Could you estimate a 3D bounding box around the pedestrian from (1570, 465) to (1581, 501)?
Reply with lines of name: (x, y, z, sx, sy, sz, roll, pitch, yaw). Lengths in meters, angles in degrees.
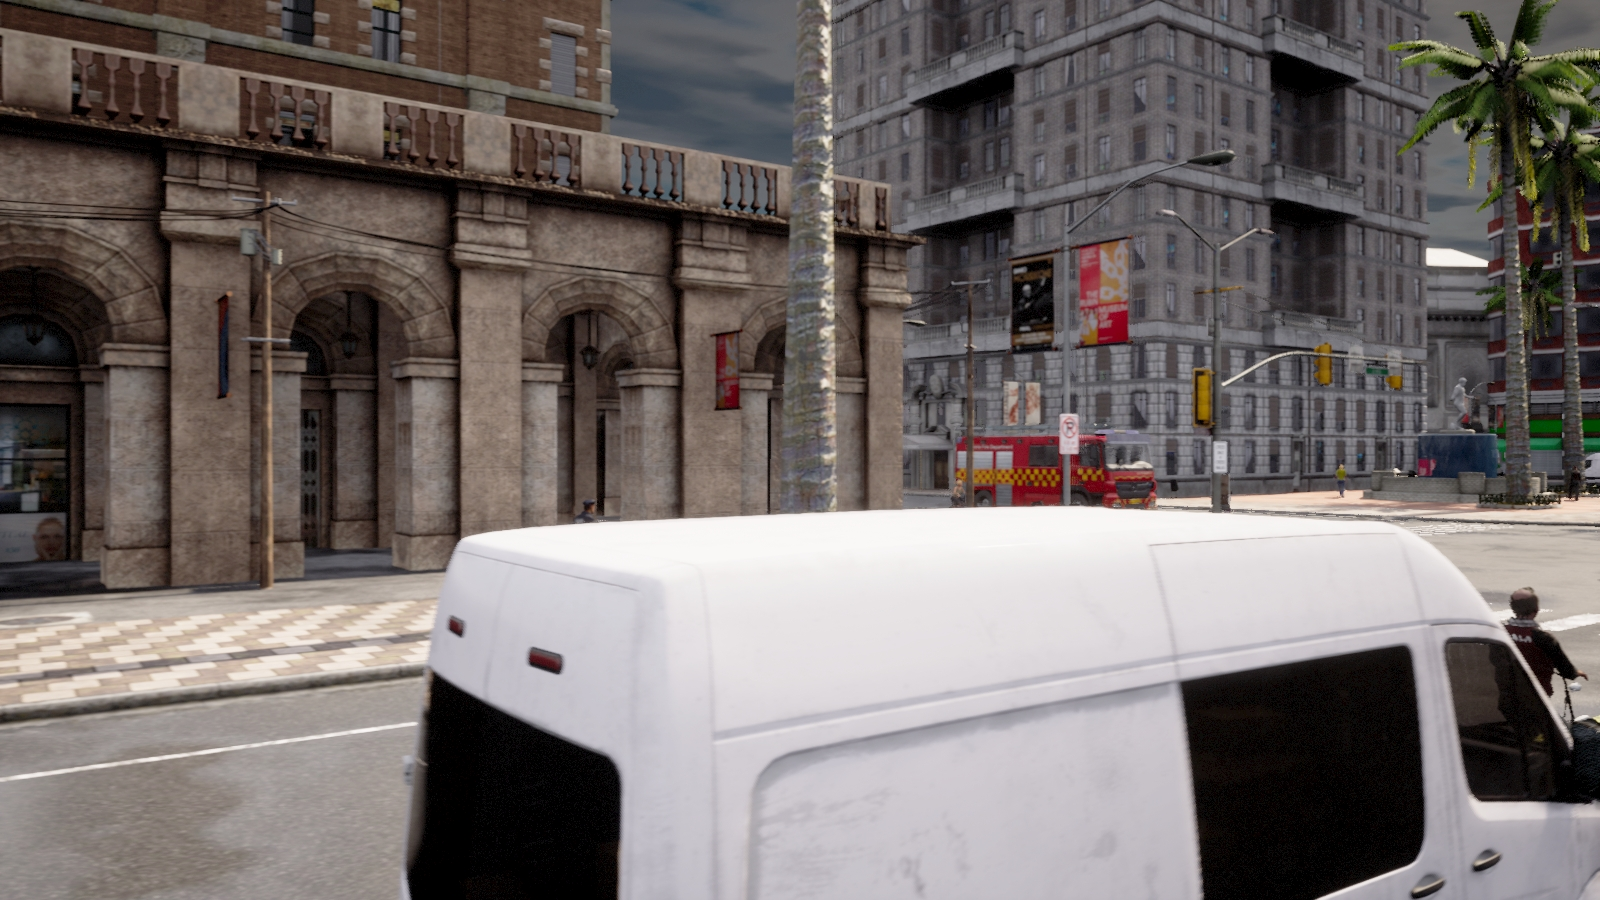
pedestrian: (40.214, 1.697, 59.251, 0.375, 1.860, 0.375, 0, 0, 11)

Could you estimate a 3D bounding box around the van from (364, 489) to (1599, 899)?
van: (1.488, 1.535, 4.828, 5.915, 2.561, 1.988, 0, 0, -35)

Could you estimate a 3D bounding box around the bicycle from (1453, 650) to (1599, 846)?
bicycle: (5.663, 2.210, 8.662, 1.835, 1.171, 0.329, 0, 0, -29)

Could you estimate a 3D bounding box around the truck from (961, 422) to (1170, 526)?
truck: (10.482, 0.890, 46.173, 2.891, 3.827, 8.468, 0, 0, -35)

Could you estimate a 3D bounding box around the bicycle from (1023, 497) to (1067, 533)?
bicycle: (8.376, 2.209, 39.028, 1.835, 1.171, 0.329, 0, 0, -35)

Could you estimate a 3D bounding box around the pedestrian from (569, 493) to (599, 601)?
pedestrian: (-3.801, 1.696, 20.114, 0.375, 1.860, 0.375, 0, 0, -44)

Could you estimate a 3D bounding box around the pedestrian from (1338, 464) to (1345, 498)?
pedestrian: (29.938, 1.695, 63.158, 0.375, 1.860, 0.375, 0, 0, 24)
